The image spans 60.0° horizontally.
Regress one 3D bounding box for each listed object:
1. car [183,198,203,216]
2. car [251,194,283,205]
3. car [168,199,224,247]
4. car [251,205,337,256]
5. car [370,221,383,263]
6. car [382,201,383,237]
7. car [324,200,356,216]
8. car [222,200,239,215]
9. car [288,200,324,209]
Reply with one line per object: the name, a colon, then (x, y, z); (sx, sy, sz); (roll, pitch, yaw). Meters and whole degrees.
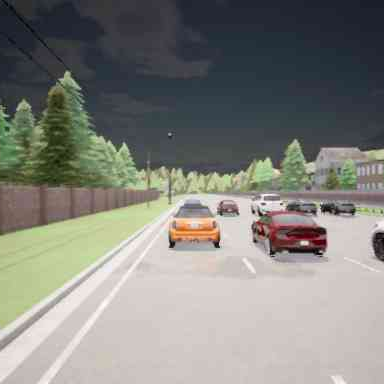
car: (0.089, 1.482, 34.111); (1.882, 1.535, 5.008); (0, 0, 0)
car: (7.090, 1.225, 31.810); (2.150, 2.045, 5.566); (0, 0, 0)
car: (0.095, 1.354, 15.208); (2.097, 1.767, 4.553); (0, 0, 0)
car: (3.595, 1.479, 13.108); (1.882, 1.535, 5.008); (0, 0, 0)
car: (7.097, 1.222, 8.860); (2.150, 2.045, 5.566); (0, 0, 0)
car: (10.595, 1.353, 14.457); (2.097, 1.767, 4.553); (0, 0, 0)
car: (14.089, 1.495, 32.438); (2.128, 1.511, 4.902); (0, 0, 0)
car: (3.589, 1.530, 33.612); (1.812, 1.442, 4.674); (0, 0, 0)
car: (10.589, 1.495, 32.441); (2.128, 1.511, 4.902); (0, 0, 0)
